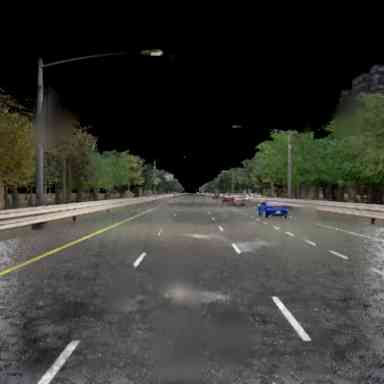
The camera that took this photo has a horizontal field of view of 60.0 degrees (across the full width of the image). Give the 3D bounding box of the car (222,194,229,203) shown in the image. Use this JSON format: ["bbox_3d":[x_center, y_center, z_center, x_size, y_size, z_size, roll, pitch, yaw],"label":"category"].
[{"bbox_3d":[7.202,1.483,68.714,1.882,1.535,5.008,0,0,0],"label":"car"}]

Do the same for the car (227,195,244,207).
[{"bbox_3d":[7.137,1.531,52.697,1.812,1.442,4.674,0,0,0],"label":"car"}]

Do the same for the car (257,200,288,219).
[{"bbox_3d":[7.051,1.498,29.575,1.882,1.535,5.008,0,0,0],"label":"car"}]
